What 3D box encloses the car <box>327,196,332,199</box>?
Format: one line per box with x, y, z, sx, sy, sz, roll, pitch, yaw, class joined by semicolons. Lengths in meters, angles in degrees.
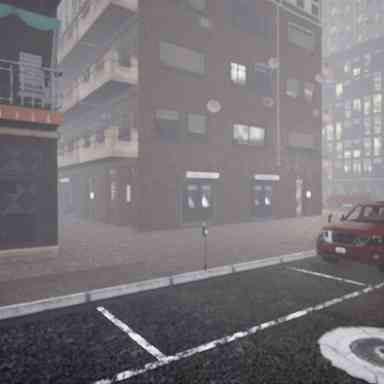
11.266;1.079;33.169;1.802;1.307;4.206;1;0;-36;car

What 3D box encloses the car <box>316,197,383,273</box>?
6.037;1.220;10.388;5.009;1.841;2.192;-1;1;-35;car

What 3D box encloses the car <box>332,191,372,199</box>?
17.876;0.785;37.923;2.192;1.841;5.009;1;0;-36;car
